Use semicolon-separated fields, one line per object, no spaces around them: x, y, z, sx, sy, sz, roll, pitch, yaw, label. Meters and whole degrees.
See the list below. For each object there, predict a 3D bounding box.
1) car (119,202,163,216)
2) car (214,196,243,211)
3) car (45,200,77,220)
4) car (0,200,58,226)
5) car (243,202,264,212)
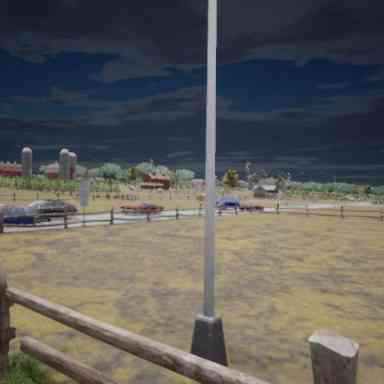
-5.107;1.637;33.835;1.895;1.301;4.718;3;1;36;car
4.610;1.550;47.234;2.150;2.045;5.566;3;0;36;car
-11.188;1.369;25.396;1.837;1.490;4.892;3;1;36;car
-11.571;1.453;20.625;2.033;1.411;5.357;3;1;40;car
8.694;2.106;48.028;1.895;1.301;4.718;3;1;36;car
